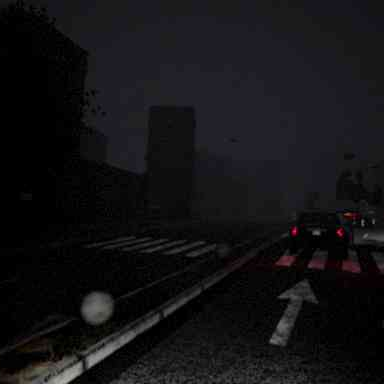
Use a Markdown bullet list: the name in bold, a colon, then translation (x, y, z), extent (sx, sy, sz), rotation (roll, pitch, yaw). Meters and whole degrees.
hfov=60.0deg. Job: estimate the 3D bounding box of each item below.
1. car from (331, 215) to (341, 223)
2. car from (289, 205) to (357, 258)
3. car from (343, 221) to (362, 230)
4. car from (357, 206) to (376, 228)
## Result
- **car**: translation (33.060, 6.245, 76.602), extent (1.837, 1.490, 4.892), rotation (0, 0, 21)
- **car**: translation (5.559, 1.516, 13.998), extent (2.097, 1.767, 4.553), rotation (0, 0, 29)
- **car**: translation (28.627, 5.928, 59.474), extent (1.895, 1.301, 4.718), rotation (2, -4, 9)
- **car**: translation (11.576, 1.739, 23.713), extent (1.837, 1.490, 4.892), rotation (-2, -3, 41)
